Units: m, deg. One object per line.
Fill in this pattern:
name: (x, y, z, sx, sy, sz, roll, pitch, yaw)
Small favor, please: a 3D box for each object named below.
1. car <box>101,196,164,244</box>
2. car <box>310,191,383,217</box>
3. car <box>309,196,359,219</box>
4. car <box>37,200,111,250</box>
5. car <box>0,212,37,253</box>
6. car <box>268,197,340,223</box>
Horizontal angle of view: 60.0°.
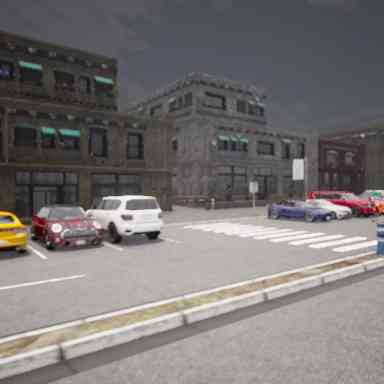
car: (-3.474, 1.212, 16.231, 2.435, 2.045, 5.566, -1, 0, -36)
car: (12.214, 0.980, 27.476, 2.435, 2.045, 5.566, -1, 0, -36)
car: (9.963, 1.307, 25.889, 2.002, 1.452, 4.674, -1, 0, -36)
car: (-5.612, 1.365, 14.692, 2.185, 1.767, 4.553, -1, 0, -36)
car: (-7.825, 1.519, 13.051, 2.097, 1.535, 5.008, -1, 0, -36)
car: (7.744, 1.331, 24.251, 2.163, 1.488, 4.792, -1, 0, -36)
